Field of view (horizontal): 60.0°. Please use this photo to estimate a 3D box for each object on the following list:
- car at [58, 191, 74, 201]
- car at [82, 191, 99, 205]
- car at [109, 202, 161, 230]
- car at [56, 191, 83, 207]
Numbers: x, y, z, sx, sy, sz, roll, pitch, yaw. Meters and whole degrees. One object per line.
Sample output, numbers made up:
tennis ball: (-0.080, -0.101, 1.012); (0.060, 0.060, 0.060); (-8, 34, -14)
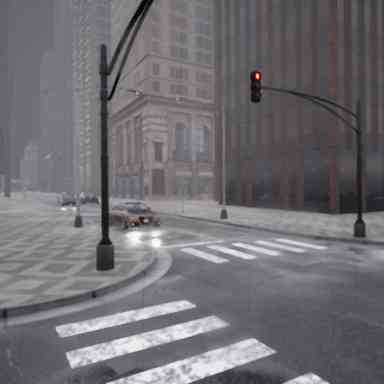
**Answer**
car: (-22.411, 0.643, 59.044); (1.882, 1.535, 5.008); (0, 1, -30)
car: (-13.890, 0.724, 44.042); (2.097, 1.767, 4.553); (0, 1, -30)
car: (-3.359, 1.296, 19.017); (1.994, 1.385, 4.181); (0, 1, -29)
car: (-14.641, 0.989, 38.911); (2.033, 1.411, 5.357); (0, 1, -29)
